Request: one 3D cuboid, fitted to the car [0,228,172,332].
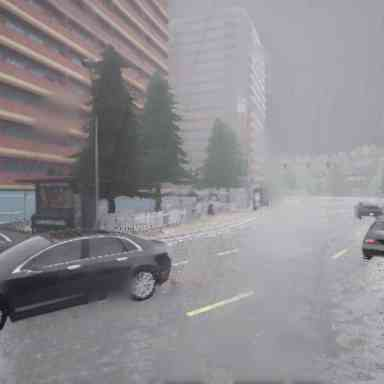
[{"bbox_3d":[-2.654,1.558,6.704,4.892,1.490,1.837,0,0,-41],"label":"car"}]

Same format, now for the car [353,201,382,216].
[{"bbox_3d":[15.613,1.581,29.518,1.837,1.490,4.892,0,0,22],"label":"car"}]

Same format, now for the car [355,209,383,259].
[{"bbox_3d":[7.421,1.575,12.026,2.033,1.411,5.357,0,0,35],"label":"car"}]

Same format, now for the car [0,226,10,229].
[{"bbox_3d":[-6.270,1.586,8.267,4.892,1.490,1.837,0,0,-38],"label":"car"}]
